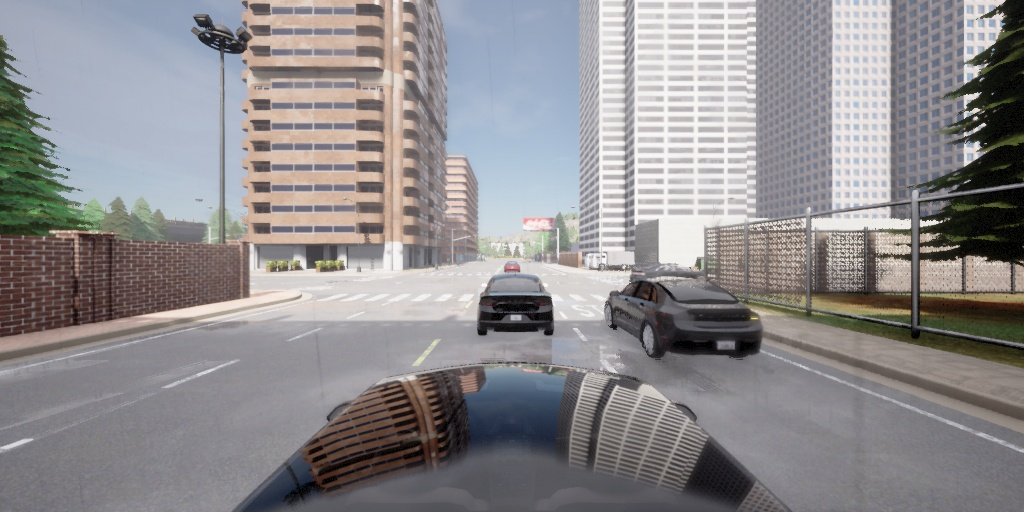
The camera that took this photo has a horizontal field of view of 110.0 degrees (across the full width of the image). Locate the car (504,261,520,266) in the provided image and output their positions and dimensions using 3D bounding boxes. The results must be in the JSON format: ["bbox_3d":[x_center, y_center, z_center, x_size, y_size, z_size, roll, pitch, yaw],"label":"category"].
[{"bbox_3d":[0.016,1.314,44.756,1.994,1.385,4.181,0,0,-1],"label":"car"}]

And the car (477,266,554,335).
[{"bbox_3d":[0.084,1.228,10.489,1.882,1.535,5.008,0,0,0],"label":"car"}]

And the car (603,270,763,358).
[{"bbox_3d":[3.589,1.255,8.434,1.837,1.490,4.892,0,0,0],"label":"car"}]

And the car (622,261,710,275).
[{"bbox_3d":[9.654,1.203,21.810,4.902,1.511,2.128,-1,-1,-11],"label":"car"}]
